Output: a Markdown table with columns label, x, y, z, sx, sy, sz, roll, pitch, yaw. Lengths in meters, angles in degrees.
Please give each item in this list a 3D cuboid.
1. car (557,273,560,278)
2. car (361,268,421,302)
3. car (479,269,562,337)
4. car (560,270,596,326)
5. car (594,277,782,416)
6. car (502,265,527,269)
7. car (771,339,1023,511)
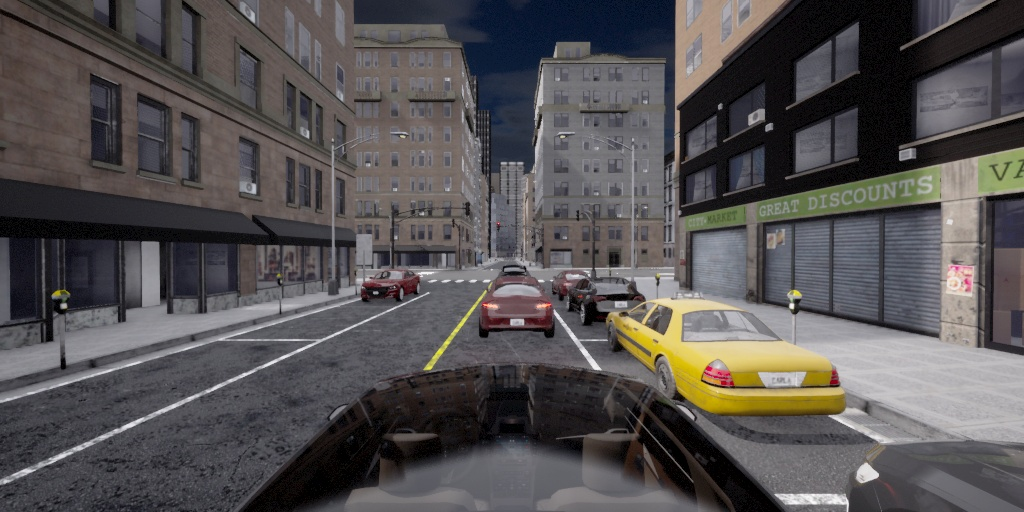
| label | x | y | z | sx | sy | sz | roll | pitch | yaw |
| --- | --- | --- | --- | --- | --- | --- | --- | --- | --- |
| car | 2.898 | 1.326 | 17.123 | 1.802 | 1.307 | 4.207 | 0 | 0 | 0 |
| car | -5.647 | 1.289 | 17.134 | 1.888 | 1.381 | 4.507 | 0 | 0 | 0 |
| car | 0.106 | 1.273 | 10.103 | 1.812 | 1.442 | 4.674 | 0 | 0 | 0 |
| car | 2.889 | 1.312 | 11.537 | 1.948 | 1.339 | 4.313 | 0 | 0 | 0 |
| car | 2.881 | 1.274 | 6.121 | 1.751 | 1.417 | 4.829 | 0 | 0 | 0 |
| car | 0.127 | 1.248 | 20.382 | 1.837 | 1.490 | 4.892 | 0 | 0 | 0 |
| car | 2.871 | 1.301 | 0.365 | 2.007 | 1.370 | 4.403 | 0 | 0 | 0 |
